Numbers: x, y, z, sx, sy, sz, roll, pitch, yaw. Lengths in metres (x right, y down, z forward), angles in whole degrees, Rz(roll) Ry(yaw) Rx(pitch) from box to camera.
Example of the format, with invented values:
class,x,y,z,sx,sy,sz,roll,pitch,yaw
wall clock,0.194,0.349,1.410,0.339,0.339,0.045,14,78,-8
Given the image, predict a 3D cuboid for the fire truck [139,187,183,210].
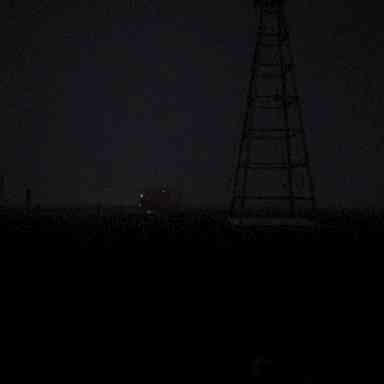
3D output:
class,x,y,z,sx,sy,sz,roll,pitch,yaw
fire truck,-5.162,1.133,57.050,2.891,3.827,8.468,1,0,35
